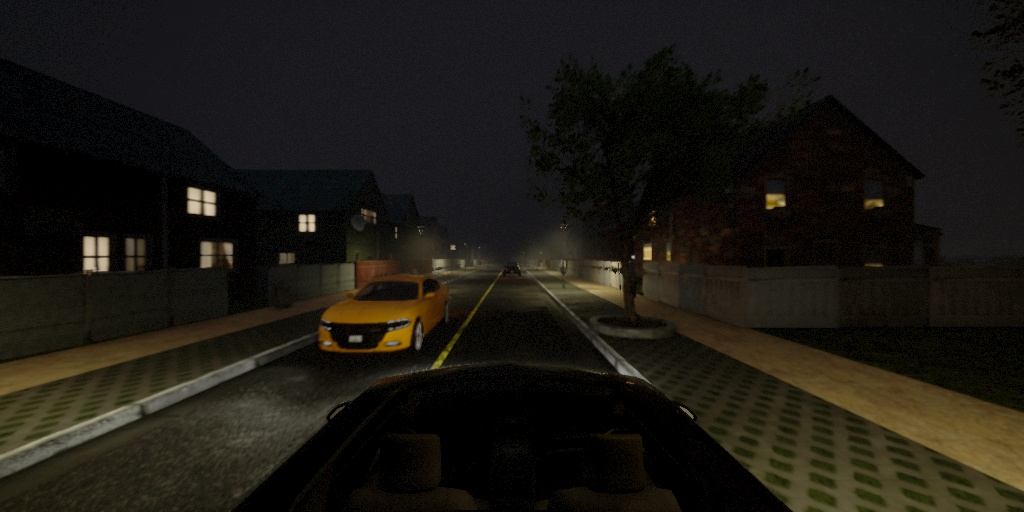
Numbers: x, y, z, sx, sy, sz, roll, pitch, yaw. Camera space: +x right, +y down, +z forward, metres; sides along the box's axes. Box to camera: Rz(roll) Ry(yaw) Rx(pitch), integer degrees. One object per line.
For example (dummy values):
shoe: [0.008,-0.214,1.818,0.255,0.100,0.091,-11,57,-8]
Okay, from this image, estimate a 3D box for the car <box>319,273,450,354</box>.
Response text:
car: [-2.826,1.230,8.991,1.882,1.535,5.008,0,0,0]

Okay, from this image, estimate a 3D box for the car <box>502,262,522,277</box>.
car: [0.010,1.353,37.161,1.812,1.442,4.674,0,0,0]
